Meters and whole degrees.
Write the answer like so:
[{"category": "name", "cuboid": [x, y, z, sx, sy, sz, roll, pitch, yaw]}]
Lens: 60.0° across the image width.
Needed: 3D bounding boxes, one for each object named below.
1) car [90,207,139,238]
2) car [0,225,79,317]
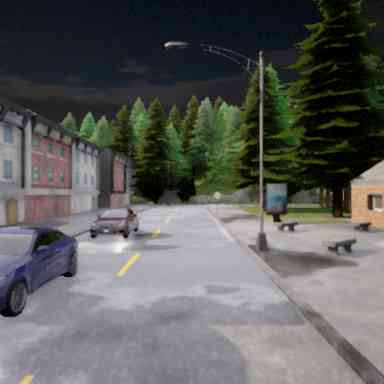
[{"category": "car", "cuboid": [-4.036, 1.581, 18.100, 1.812, 1.442, 4.674, 0, 0, 1]}, {"category": "car", "cuboid": [-4.075, 1.550, 7.662, 1.812, 1.442, 4.674, 0, 0, 0]}]
